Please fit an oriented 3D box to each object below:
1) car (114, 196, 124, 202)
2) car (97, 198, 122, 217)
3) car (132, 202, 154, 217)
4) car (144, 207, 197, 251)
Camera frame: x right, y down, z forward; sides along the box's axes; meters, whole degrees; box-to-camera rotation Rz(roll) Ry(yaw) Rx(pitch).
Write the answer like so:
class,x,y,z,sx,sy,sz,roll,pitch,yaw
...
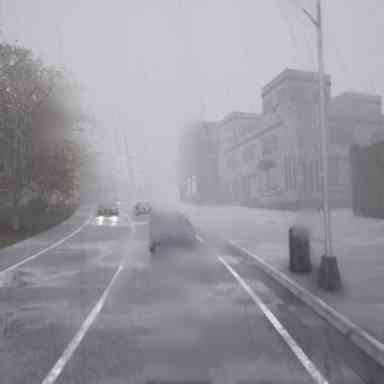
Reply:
class,x,y,z,sx,sy,sz,roll,pitch,yaw
car,-16.219,1.477,73.095,1.994,1.385,4.181,0,0,0
car,-8.162,1.607,32.291,1.994,1.385,4.181,1,0,-15
car,-4.796,1.663,33.073,2.033,1.411,5.357,1,0,-15
car,-0.965,1.615,14.472,2.033,1.411,5.357,1,0,-8
